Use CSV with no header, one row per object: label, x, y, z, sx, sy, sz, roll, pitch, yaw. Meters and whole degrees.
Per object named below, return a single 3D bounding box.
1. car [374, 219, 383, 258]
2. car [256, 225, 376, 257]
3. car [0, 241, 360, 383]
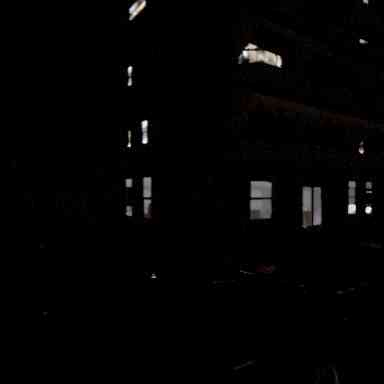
car,7.234,1.609,11.723,4.206,1.307,1.802,0,0,-36
car,2.636,1.596,8.442,4.206,1.307,1.802,0,0,-36
car,-0.312,1.528,3.153,4.674,1.442,1.812,0,0,-36
